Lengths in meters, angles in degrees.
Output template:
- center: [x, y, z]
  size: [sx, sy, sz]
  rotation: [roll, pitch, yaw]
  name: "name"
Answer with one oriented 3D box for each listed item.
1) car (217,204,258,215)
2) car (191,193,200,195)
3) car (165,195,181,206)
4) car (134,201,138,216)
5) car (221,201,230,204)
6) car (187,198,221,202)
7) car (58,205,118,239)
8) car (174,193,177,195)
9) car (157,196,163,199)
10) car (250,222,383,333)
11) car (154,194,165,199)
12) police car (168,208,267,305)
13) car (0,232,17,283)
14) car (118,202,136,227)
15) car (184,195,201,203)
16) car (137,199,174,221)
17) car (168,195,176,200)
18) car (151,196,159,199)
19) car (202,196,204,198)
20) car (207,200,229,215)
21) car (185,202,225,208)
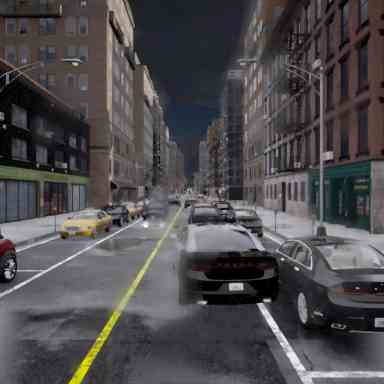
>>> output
- center: [2.614, 1.549, 17.556]
  size: [2.008, 1.369, 4.403]
  rotation: [0, 0, 0]
  name: "car"
- center: [-0.084, 1.457, 58.800]
  size: [1.882, 1.535, 5.008]
  rotation: [0, 0, 0]
  name: "car"
- center: [-2.826, 1.584, 53.933]
  size: [1.895, 1.301, 4.718]
  rotation: [0, 0, 0]
  name: "car"
- center: [-5.427, 1.523, 28.209]
  size: [1.752, 1.417, 4.829]
  rotation: [0, 0, 0]
  name: "car"
- center: [2.598, 1.563, 28.381]
  size: [1.947, 1.339, 4.313]
  rotation: [0, 0, 0]
  name: "car"
- center: [0.792, 1.476, 24.257]
  size: [1.882, 1.535, 5.008]
  rotation: [0, 0, 0]
  name: "car"
- center: [-5.411, 1.524, 17.384]
  size: [1.752, 1.417, 4.829]
  rotation: [0, 0, 0]
  name: "car"
- center: [-5.504, 1.513, 81.906]
  size: [2.008, 1.369, 4.403]
  rotation: [0, 0, 0]
  name: "car"
- center: [-5.450, 1.541, 44.618]
  size: [2.008, 1.369, 4.403]
  rotation: [0, 0, 0]
  name: "car"
- center: [2.629, 1.550, 6.731]
  size: [2.008, 1.369, 4.403]
  rotation: [0, 0, 0]
  name: "car"
- center: [-5.466, 1.297, 55.443]
  size: [2.192, 1.841, 5.009]
  rotation: [0, 0, 0]
  name: "car"
- center: [0.512, 1.424, 8.289]
  size: [1.930, 1.638, 5.238]
  rotation: [0, 0, -6]
  name: "police car"
- center: [-5.396, 1.440, 6.728]
  size: [1.967, 1.590, 4.097]
  rotation: [0, 0, 0]
  name: "car"
- center: [-5.419, 1.564, 22.966]
  size: [1.947, 1.339, 4.313]
  rotation: [0, 0, 0]
  name: "car"
- center: [-0.045, 1.494, 45.736]
  size: [1.837, 1.490, 4.892]
  rotation: [0, 0, 1]
  name: "car"
- center: [-2.888, 1.544, 27.580]
  size: [2.033, 1.411, 5.357]
  rotation: [0, 0, 0]
  name: "car"
- center: [-5.520, 1.477, 92.644]
  size: [1.752, 1.417, 4.829]
  rotation: [0, 0, 0]
  name: "car"
- center: [-5.443, 1.544, 39.205]
  size: [2.008, 1.369, 4.403]
  rotation: [0, 0, 0]
  name: "car"
- center: [2.574, 1.515, 44.790]
  size: [1.752, 1.417, 4.829]
  rotation: [0, 0, 0]
  name: "car"
- center: [2.590, 1.562, 33.794]
  size: [1.947, 1.339, 4.313]
  rotation: [0, 0, 0]
  name: "car"
- center: [0.691, 1.503, 18.258]
  size: [1.837, 1.490, 4.892]
  rotation: [0, 0, 0]
  name: "car"
